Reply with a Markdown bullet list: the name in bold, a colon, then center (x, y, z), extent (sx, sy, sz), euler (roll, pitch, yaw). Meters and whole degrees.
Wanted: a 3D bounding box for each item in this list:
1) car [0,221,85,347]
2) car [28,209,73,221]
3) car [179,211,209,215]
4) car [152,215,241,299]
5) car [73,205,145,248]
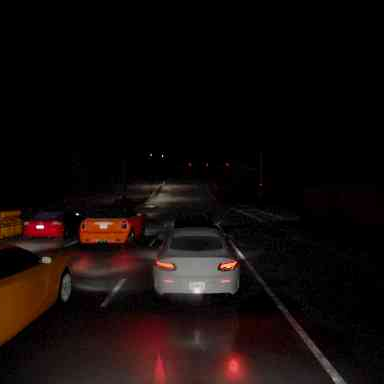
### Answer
- **car**: center (-3.402, 1.478, 4.979), extent (1.882, 1.535, 5.008), euler (0, 0, 0)
- **car**: center (-6.906, 1.564, 17.145), extent (1.994, 1.385, 4.181), euler (0, 0, 0)
- **car**: center (0.094, 1.601, 17.189), extent (1.895, 1.301, 4.718), euler (0, 0, 0)
- **car**: center (0.094, 1.526, 8.301), extent (1.812, 1.442, 4.674), euler (0, 0, 0)
- **car**: center (-3.406, 1.352, 14.950), extent (2.097, 1.767, 4.553), euler (0, 0, 0)
